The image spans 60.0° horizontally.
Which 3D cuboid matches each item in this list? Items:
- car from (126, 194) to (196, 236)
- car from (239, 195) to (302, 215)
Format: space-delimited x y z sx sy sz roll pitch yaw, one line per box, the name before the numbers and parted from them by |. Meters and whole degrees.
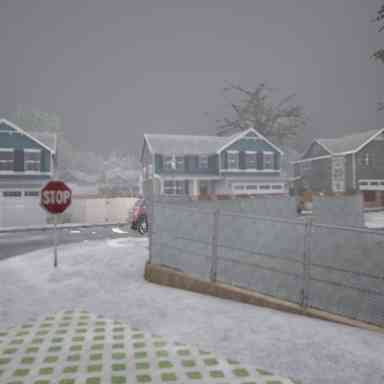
car | -0.580 0.882 14.785 4.553 1.767 2.097 -2 0 -19
car | 3.959 0.928 19.255 4.902 1.511 2.128 -2 0 -18
